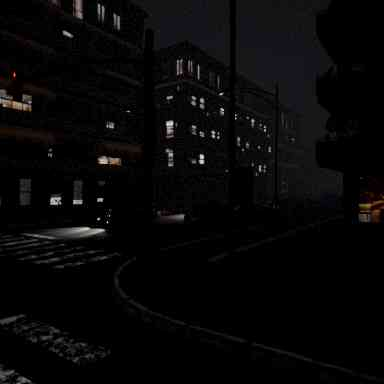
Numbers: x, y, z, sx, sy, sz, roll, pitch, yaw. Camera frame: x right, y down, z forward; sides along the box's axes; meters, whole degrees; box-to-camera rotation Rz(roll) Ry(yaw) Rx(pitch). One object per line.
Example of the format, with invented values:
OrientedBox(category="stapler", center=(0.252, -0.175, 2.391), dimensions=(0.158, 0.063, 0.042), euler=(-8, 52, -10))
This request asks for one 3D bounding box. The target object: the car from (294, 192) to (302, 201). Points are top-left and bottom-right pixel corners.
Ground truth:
OrientedBox(category="car", center=(16.805, 0.719, 54.805), dimensions=(1.947, 1.339, 4.313), euler=(2, 2, 35))

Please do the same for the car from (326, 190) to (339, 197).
OrientedBox(category="car", center=(32.777, 0.336, 77.622), dimensions=(1.802, 1.307, 4.206), euler=(2, 2, 35))

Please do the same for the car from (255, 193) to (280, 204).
OrientedBox(category="car", center=(10.416, 0.880, 45.678), dimensions=(1.947, 1.339, 4.313), euler=(2, 2, 35))

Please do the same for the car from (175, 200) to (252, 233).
OrientedBox(category="car", center=(1.285, 1.348, 18.023), dimensions=(1.947, 1.339, 4.313), euler=(2, 2, 35))

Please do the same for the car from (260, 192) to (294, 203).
OrientedBox(category="car", center=(10.486, 0.877, 41.232), dimensions=(2.128, 1.511, 4.902), euler=(1, 1, 35))

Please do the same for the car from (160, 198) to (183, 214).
OrientedBox(category="car", center=(-2.362, 1.180, 27.424), dimensions=(1.887, 1.381, 4.507), euler=(2, 2, 35))

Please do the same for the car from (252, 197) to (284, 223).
OrientedBox(category="car", center=(4.480, 1.283, 22.587), dimensions=(1.802, 1.307, 4.206), euler=(2, 2, 35))

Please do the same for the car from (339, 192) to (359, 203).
OrientedBox(category="car", center=(23.647, 0.764, 49.966), dimensions=(1.887, 1.381, 4.507), euler=(2, 2, 35))

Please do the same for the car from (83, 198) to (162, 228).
OrientedBox(category="car", center=(-4.129, 1.317, 20.407), dimensions=(1.994, 1.385, 4.181), euler=(1, 1, 35))

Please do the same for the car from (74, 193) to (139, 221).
OrientedBox(category="car", center=(-5.555, 1.031, 22.854), dimensions=(2.192, 1.841, 5.009), euler=(2, 2, 35))

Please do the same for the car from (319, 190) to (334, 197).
OrientedBox(category="car", center=(29.583, 0.378, 73.058), dimensions=(1.887, 1.381, 4.507), euler=(2, 2, 35))

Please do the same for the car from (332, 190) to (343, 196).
OrientedBox(category="car", center=(35.972, 0.256, 82.186), dimensions=(1.802, 1.307, 4.206), euler=(2, 2, 35))

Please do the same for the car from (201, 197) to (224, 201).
OrientedBox(category="car", center=(1.728, 1.169, 28.757), dimensions=(1.994, 1.385, 4.181), euler=(1, 1, 36))

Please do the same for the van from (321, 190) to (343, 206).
OrientedBox(category="van", center=(17.261, 0.721, 40.836), dimensions=(1.690, 1.788, 3.998), euler=(2, 2, 35))
